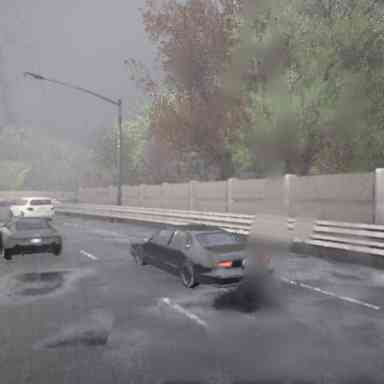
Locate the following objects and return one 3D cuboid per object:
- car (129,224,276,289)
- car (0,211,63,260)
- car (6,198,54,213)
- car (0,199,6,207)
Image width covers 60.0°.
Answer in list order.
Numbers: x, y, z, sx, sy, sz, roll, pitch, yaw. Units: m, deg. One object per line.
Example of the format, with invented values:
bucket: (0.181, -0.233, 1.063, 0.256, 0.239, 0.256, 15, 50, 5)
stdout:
car: (-0.053, 1.651, 9.622, 2.033, 1.411, 5.357, 1, -1, -31)
car: (-6.589, 1.688, 13.285, 1.994, 1.385, 4.181, 1, -1, -34)
car: (-13.149, 1.476, 27.277, 2.150, 2.045, 5.566, 1, -1, -42)
car: (-33.558, 2.048, 59.902, 1.837, 1.490, 4.892, -1, 0, -13)
